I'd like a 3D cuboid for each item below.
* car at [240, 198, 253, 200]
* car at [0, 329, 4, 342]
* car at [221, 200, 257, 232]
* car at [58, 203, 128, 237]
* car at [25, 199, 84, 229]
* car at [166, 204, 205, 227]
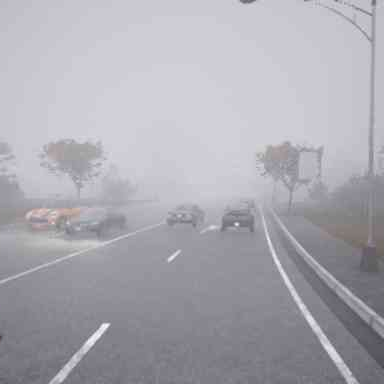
[{"bbox_3d":[6.292,1.351,38.500,1.895,1.301,4.718,1,1,11],"label":"car"},{"bbox_3d":[-3.209,1.578,1.782,1.895,1.301,4.718,0,0,2],"label":"car"},{"bbox_3d":[2.881,1.493,20.475,1.837,1.490,4.892,1,0,10],"label":"car"},{"bbox_3d":[-4.943,1.458,17.903,1.812,1.442,4.674,1,0,10],"label":"car"},{"bbox_3d":[-8.044,1.239,20.404,2.097,1.767,4.553,1,0,10],"label":"car"},{"bbox_3d":[-0.321,1.487,22.570,2.033,1.411,5.357,1,1,10],"label":"car"}]
